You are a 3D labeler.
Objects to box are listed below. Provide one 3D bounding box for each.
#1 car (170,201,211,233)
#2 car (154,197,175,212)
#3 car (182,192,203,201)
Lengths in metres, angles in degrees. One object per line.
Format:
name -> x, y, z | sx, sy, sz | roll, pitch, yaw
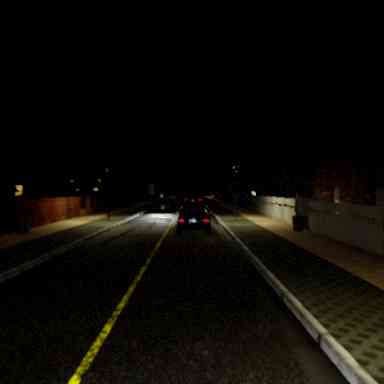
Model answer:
car -> 0.100, 1.431, 18.593 | 2.033, 1.411, 5.357 | 0, 0, 0
car -> -2.815, 1.279, 34.664 | 2.128, 1.511, 4.902 | 0, 0, 0
car -> 0.099, 0.990, 37.537 | 2.150, 2.045, 5.566 | 0, 0, 0
